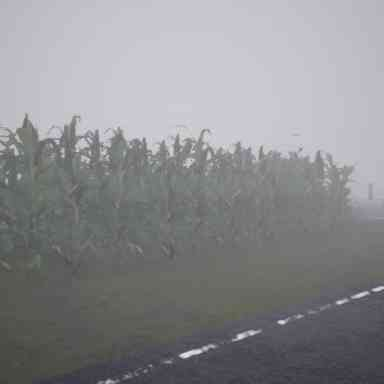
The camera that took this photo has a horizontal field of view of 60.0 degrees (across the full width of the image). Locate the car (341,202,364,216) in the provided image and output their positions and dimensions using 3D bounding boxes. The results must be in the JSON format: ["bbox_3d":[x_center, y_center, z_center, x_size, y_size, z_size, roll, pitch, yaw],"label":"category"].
[{"bbox_3d":[12.796,1.301,29.914,1.837,1.490,4.892,1,0,-36],"label":"car"}]
